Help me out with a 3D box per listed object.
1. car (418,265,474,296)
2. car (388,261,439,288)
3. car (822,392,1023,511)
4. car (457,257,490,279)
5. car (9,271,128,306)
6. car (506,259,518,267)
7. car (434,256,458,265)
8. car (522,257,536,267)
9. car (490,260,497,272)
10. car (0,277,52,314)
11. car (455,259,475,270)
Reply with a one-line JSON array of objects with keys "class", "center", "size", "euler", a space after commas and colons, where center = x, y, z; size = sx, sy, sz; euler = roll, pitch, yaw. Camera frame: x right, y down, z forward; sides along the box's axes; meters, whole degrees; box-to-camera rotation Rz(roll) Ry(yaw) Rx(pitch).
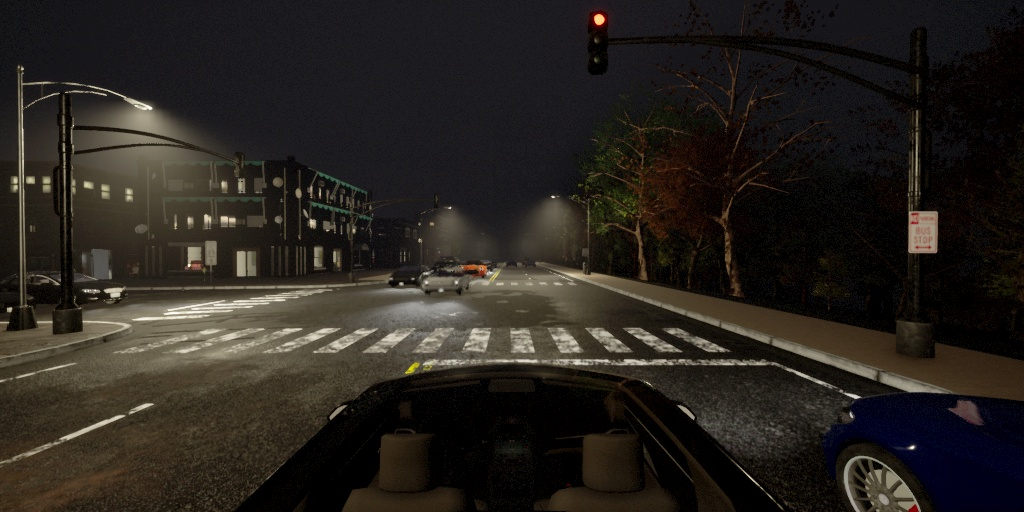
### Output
[{"class": "car", "center": [-3.392, 1.346, 19.387], "size": [1.895, 1.301, 4.718], "euler": [0, 0, 0]}, {"class": "car", "center": [-6.651, 1.291, 24.205], "size": [2.033, 1.411, 5.357], "euler": [0, 0, 0]}, {"class": "car", "center": [3.358, 1.276, 0.873], "size": [1.812, 1.442, 4.674], "euler": [0, 0, 1]}, {"class": "car", "center": [-3.421, 1.092, 32.486], "size": [2.097, 1.767, 4.553], "euler": [0, 0, 0]}, {"class": "car", "center": [-19.654, 1.459, 15.540], "size": [4.902, 1.511, 2.128], "euler": [-1, 1, 0]}, {"class": "car", "center": [-0.052, 1.251, 64.955], "size": [1.812, 1.442, 4.674], "euler": [0, 0, 0]}, {"class": "car", "center": [-6.680, 0.961, 37.125], "size": [2.150, 2.045, 5.566], "euler": [0, 0, 0]}, {"class": "car", "center": [3.212, 1.274, 63.678], "size": [2.033, 1.411, 5.357], "euler": [0, 0, 0]}, {"class": "car", "center": [-3.452, 1.226, 46.909], "size": [2.128, 1.511, 4.902], "euler": [0, 0, 0]}, {"class": "car", "center": [-19.973, 1.564, 12.833], "size": [4.313, 1.339, 1.948], "euler": [0, 0, 0]}, {"class": "car", "center": [-6.708, 1.225, 51.583], "size": [2.128, 1.511, 4.902], "euler": [0, 0, 0]}]
